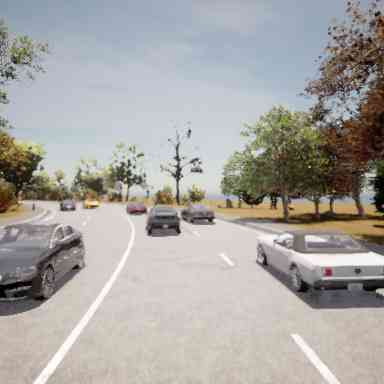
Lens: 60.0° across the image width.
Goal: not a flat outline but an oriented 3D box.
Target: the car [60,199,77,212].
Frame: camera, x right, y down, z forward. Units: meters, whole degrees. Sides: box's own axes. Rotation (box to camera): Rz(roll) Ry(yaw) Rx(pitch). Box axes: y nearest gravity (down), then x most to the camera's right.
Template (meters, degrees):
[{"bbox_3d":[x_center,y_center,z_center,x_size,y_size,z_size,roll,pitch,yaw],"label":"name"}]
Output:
[{"bbox_3d":[-16.418,1.750,44.129,2.128,1.511,4.902,0,0,-24],"label":"car"}]

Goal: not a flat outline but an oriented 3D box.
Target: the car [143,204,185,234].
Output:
[{"bbox_3d":[-1.846,1.619,20.370,1.837,1.490,4.892,0,0,-10],"label":"car"}]

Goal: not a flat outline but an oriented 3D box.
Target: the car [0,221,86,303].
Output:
[{"bbox_3d":[-4.070,1.549,8.477,2.128,1.511,4.902,0,0,-5],"label":"car"}]

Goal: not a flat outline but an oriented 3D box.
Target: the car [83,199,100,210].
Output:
[{"bbox_3d":[-15.054,1.768,49.608,1.882,1.535,5.008,0,-1,-25],"label":"car"}]

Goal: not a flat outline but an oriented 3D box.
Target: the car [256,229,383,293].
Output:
[{"bbox_3d":[3.156,1.640,8.943,1.895,1.301,4.718,0,0,-4],"label":"car"}]

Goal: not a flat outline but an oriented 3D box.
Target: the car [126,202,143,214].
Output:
[{"bbox_3d":[-6.401,1.782,38.035,1.994,1.385,4.181,0,0,-18],"label":"car"}]

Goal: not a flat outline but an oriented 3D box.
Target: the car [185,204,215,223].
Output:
[{"bbox_3d":[0.364,1.695,27.272,2.033,1.411,5.357,0,0,-13],"label":"car"}]
